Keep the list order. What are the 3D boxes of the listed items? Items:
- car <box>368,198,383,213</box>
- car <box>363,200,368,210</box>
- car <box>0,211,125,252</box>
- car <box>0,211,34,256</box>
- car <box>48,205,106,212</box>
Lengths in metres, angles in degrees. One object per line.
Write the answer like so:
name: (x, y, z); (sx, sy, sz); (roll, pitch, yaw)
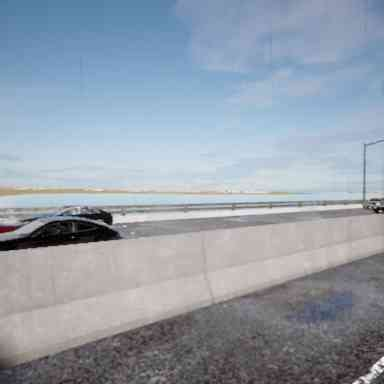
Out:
car: (23.037, 1.738, 38.787); (5.357, 1.411, 2.033); (0, 0, -41)
car: (25.032, 1.559, 45.118); (4.553, 1.767, 2.097); (0, 0, -41)
car: (-4.316, 1.499, 10.145); (4.674, 1.442, 1.812); (0, 0, -42)
car: (-8.455, 1.489, 11.148); (5.357, 1.411, 2.033); (0, 0, -42)
car: (-6.522, 1.454, 17.547); (4.902, 1.511, 2.128); (0, 0, -42)
